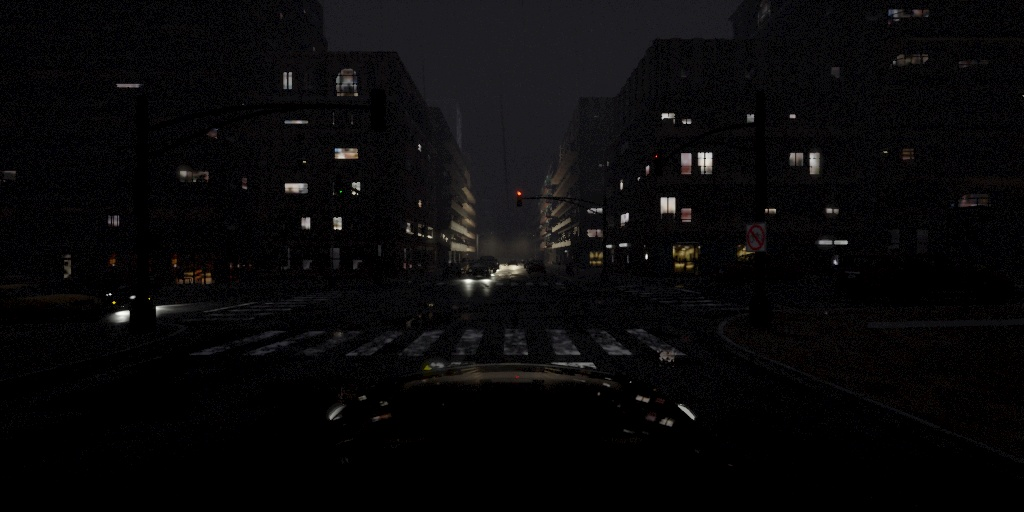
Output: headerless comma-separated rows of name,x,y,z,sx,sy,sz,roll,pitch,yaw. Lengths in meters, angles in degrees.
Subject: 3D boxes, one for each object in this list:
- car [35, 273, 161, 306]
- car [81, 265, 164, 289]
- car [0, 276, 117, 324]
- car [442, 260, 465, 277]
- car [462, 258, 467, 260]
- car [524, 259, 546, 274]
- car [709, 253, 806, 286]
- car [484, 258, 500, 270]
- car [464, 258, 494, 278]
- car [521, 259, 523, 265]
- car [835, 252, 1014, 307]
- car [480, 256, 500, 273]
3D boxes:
car,-18.295,1.629,15.398,4.181,1.385,1.994,-1,0,0
car,-23.560,1.464,21.122,5.009,1.841,2.192,0,0,0
car,-17.608,1.587,12.814,4.829,1.417,1.751,0,0,0
car,-5.623,1.326,35.115,1.948,1.339,4.313,0,0,0
car,-5.612,1.288,40.628,1.751,1.417,4.829,0,0,0
car,2.769,1.203,40.783,1.967,1.591,4.097,0,0,0
car,14.615,0.761,21.411,5.009,1.841,2.192,0,0,0
car,-2.979,1.123,54.415,2.097,1.767,4.553,0,0,0
car,-3.036,1.237,34.100,1.882,1.535,5.008,0,0,0
car,2.803,1.355,57.830,1.802,1.307,4.207,0,0,0
car,14.733,0.776,13.031,5.009,1.841,2.192,0,0,0
car,-3.014,0.986,44.082,2.150,2.045,5.566,0,0,0
